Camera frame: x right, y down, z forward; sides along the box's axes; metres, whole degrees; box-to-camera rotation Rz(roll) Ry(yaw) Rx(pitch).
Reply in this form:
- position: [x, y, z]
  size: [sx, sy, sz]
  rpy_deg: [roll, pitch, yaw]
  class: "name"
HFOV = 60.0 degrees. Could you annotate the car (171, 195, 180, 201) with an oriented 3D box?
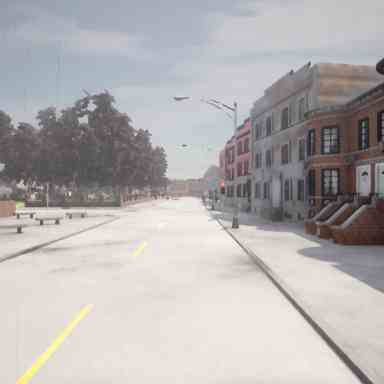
- position: [-4.184, 1.560, 84.455]
  size: [2.097, 1.767, 4.553]
  rpy_deg: [0, 0, 0]
  class: "car"
